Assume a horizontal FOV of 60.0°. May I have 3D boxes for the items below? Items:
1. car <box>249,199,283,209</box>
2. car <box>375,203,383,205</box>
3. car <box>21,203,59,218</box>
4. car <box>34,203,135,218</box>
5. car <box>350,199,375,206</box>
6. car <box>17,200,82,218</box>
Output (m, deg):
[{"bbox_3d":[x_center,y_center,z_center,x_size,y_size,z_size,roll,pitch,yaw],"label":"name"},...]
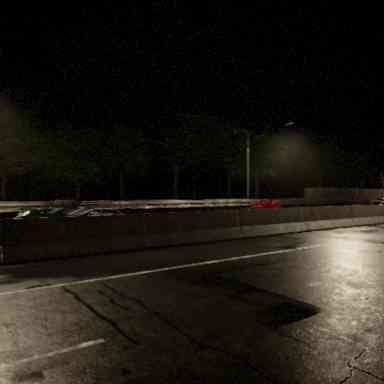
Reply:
[{"bbox_3d":[9.075,1.623,40.524,4.674,1.442,1.812,0,0,-35],"label":"car"},{"bbox_3d":[27.331,1.661,44.876,4.902,1.511,2.128,0,0,-35],"label":"car"},{"bbox_3d":[-7.650,1.579,20.026,4.181,1.385,1.994,0,0,-35],"label":"car"},{"bbox_3d":[-5.288,1.508,17.413,4.902,1.511,2.128,0,0,-35],"label":"car"},{"bbox_3d":[24.043,1.726,46.840,4.181,1.385,1.994,0,0,-35],"label":"car"},{"bbox_3d":[-9.527,1.367,22.987,4.553,1.767,2.097,0,0,-35],"label":"car"}]
